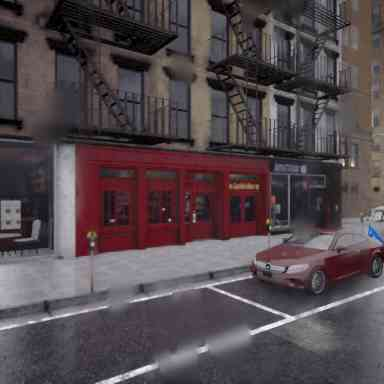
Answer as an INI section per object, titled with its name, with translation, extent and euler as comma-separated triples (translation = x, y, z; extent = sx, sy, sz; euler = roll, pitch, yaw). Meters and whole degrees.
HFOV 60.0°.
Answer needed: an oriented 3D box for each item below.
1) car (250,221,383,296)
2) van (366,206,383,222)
[car]
translation = 3.374, 1.582, 8.572
extent = 4.206, 1.307, 1.802
euler = 0, 0, -35
[van]
translation = 7.786, 1.341, 11.696
extent = 3.998, 1.788, 1.690
euler = 0, 0, -35
